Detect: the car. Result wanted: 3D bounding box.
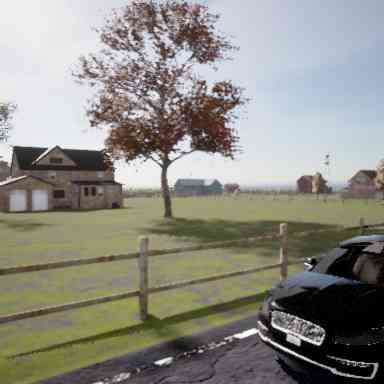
[{"bbox_3d":[3.174,1.491,5.308,4.892,1.490,1.837,0,0,-35],"label":"car"}]
